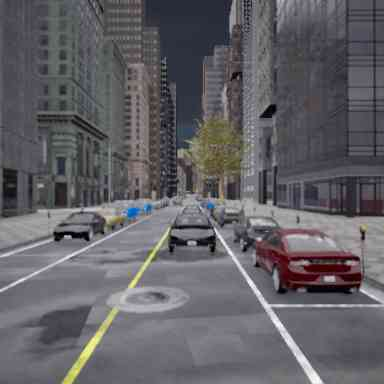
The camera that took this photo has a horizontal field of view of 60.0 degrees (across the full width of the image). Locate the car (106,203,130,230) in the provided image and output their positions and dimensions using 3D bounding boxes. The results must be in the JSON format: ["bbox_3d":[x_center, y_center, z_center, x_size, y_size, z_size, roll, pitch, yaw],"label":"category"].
[{"bbox_3d":[-5.753,1.744,22.832,1.752,1.417,4.829,0,-1,0],"label":"car"}]

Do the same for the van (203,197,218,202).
[{"bbox_3d":[2.783,1.780,45.380,1.690,1.788,3.998,0,-1,0],"label":"van"}]

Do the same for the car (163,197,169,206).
[{"bbox_3d":[-5.734,2.140,60.893,1.887,1.381,4.507,0,-1,0],"label":"car"}]

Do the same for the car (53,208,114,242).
[{"bbox_3d":[-5.755,1.734,17.588,1.947,1.339,4.313,0,-1,0],"label":"car"}]

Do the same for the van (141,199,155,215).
[{"bbox_3d":[-5.745,1.719,39.243,1.690,1.788,3.998,0,-1,0],"label":"van"}]

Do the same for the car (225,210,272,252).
[{"bbox_3d":[2.768,1.687,14.351,2.008,1.369,4.403,0,-1,0],"label":"car"}]

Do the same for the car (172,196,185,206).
[{"bbox_3d":[-2.965,2.183,69.553,1.837,1.490,4.892,0,-1,0],"label":"car"}]

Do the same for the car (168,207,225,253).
[{"bbox_3d":[0.012,1.629,14.286,2.128,1.511,4.902,0,0,0],"label":"car"}]

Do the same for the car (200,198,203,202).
[{"bbox_3d":[2.789,2.096,55.955,2.008,1.369,4.403,0,-1,0],"label":"car"}]

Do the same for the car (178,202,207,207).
[{"bbox_3d":[0.020,1.845,29.275,1.994,1.385,4.181,0,-1,0],"label":"car"}]

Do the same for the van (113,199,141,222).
[{"bbox_3d":[-5.750,1.613,28.416,1.690,1.788,3.998,0,-1,0],"label":"van"}]

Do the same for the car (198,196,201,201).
[{"bbox_3d":[2.790,1.914,61.246,2.192,1.841,5.009,0,-1,0],"label":"car"}]

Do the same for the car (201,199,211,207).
[{"bbox_3d":[2.794,2.198,66.532,1.887,1.381,4.507,0,-1,0],"label":"car"}]

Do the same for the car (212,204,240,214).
[{"bbox_3d":[2.773,1.782,24.222,2.008,1.369,4.403,0,-1,0],"label":"car"}]

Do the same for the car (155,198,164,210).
[{"bbox_3d":[-5.739,2.037,50.067,2.008,1.369,4.403,0,-1,0],"label":"car"}]

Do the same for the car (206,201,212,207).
[{"bbox_3d":[2.778,1.900,34.801,1.947,1.339,4.313,0,-1,0],"label":"car"}]

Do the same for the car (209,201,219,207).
[{"bbox_3d":[2.776,1.810,29.681,1.752,1.417,4.829,0,-1,0],"label":"car"}]

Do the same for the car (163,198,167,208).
[{"bbox_3d":[-5.736,2.122,55.479,1.802,1.307,4.206,0,-1,0],"label":"car"}]

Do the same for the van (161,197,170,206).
[{"bbox_3d":[-5.730,2.048,71.720,1.690,1.788,3.998,0,-1,0],"label":"van"}]

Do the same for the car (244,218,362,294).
[{"bbox_3d":[2.766,1.629,8.907,1.887,1.381,4.507,0,-1,0],"label":"car"}]

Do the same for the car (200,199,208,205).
[{"bbox_3d":[2.805,2.291,77.282,1.752,1.417,4.829,0,-1,0],"label":"car"}]
